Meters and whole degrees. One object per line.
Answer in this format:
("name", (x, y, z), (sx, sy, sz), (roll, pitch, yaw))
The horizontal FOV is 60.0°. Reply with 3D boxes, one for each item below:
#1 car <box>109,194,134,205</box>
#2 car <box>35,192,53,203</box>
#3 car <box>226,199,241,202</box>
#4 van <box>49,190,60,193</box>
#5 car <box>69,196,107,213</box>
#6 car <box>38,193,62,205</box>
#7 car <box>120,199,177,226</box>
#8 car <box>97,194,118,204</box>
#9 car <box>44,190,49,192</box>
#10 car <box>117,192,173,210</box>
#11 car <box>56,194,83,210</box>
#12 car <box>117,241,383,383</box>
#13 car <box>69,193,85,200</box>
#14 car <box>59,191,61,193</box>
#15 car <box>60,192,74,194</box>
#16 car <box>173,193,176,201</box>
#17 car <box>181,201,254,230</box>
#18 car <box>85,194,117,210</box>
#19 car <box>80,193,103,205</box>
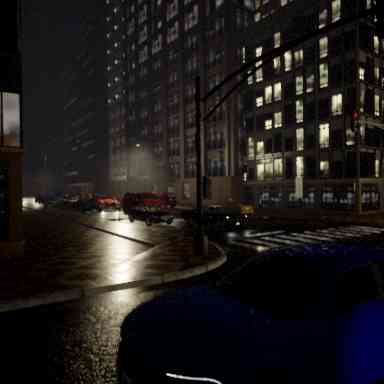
("car", (-10.066, 1.087, 47.519), (1.887, 1.381, 4.507), (-1, 1, -35))
("car", (-23.355, 1.128, 52.002), (1.887, 1.381, 4.507), (-1, 1, -35))
("car", (3.118, 1.273, 28.391), (1.752, 1.417, 4.829), (-1, 1, -35))
("van", (-32.530, 0.525, 79.992), (1.690, 1.788, 3.998), (-1, 1, -35))
("car", (-10.516, 1.351, 33.440), (1.947, 1.339, 4.313), (-1, 1, -35))
("car", (-20.145, 1.216, 47.361), (1.802, 1.307, 4.206), (-1, 1, -35))
("car", (-2.868, 1.452, 22.432), (2.008, 1.369, 4.403), (-1, 1, -35))
("car", (-13.275, 1.074, 52.158), (1.802, 1.307, 4.206), (-1, 1, -35))
("car", (-35.739, 0.683, 84.635), (2.008, 1.369, 4.403), (-1, 1, -35))
("car", (-4.241, 1.027, 28.899), (2.150, 2.045, 5.566), (-1, 1, -34))
("car", (-13.726, 1.286, 38.080), (2.008, 1.369, 4.403), (-1, 1, -35))
("car", (1.554, 1.475, 4.339), (5.008, 1.535, 1.882), (0, -1, -30))
("car", (-22.903, 0.883, 66.077), (1.887, 1.381, 4.507), (-1, 1, -35))
("car", (-26.112, 0.727, 70.715), (1.967, 1.590, 4.097), (-1, 1, -35))
("car", (-21.725, 1.000, 59.801), (1.994, 1.385, 4.181), (-1, 1, -35))
("car", (-3.649, 0.958, 38.237), (2.192, 1.841, 5.009), (-1, 1, -35))
("car", (1.349, 1.490, 20.852), (1.895, 1.301, 4.718), (-1, 1, -35))
("car", (-9.846, 1.071, 37.018), (2.097, 1.767, 4.553), (-1, 1, -35))
("car", (-15.338, 1.015, 50.571), (1.882, 1.535, 5.008), (-1, 1, -35))
